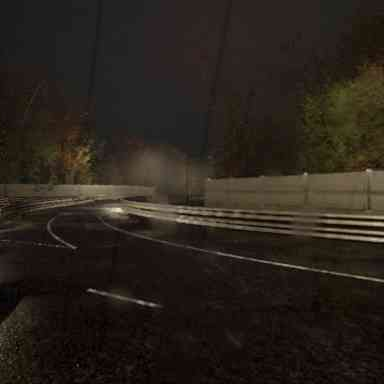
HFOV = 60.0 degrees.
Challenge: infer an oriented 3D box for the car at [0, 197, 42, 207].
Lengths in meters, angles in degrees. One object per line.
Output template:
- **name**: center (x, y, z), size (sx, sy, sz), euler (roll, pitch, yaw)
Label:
- **car**: center (-21.431, 1.348, 42.130), size (2.033, 1.411, 5.357), euler (0, 0, 41)
